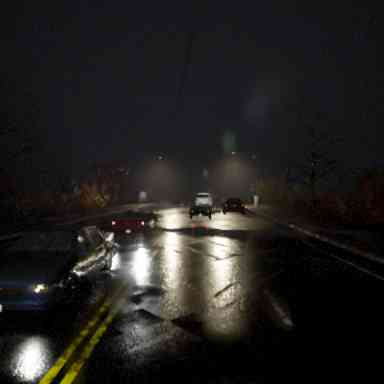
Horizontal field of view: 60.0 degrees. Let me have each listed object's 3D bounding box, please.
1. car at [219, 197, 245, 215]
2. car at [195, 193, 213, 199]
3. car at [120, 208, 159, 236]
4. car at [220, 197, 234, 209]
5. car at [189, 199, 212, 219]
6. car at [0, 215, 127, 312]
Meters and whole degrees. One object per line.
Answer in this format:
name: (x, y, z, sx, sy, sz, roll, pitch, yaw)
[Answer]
car: (4.132, 1.333, 33.481, 2.097, 1.767, 4.553, 0, 0, 3)
car: (1.637, 1.181, 45.359, 2.150, 2.045, 5.566, 0, 0, 4)
car: (-3.052, 1.600, 18.421, 1.895, 1.301, 4.718, 0, 0, 2)
car: (4.898, 1.481, 46.448, 1.812, 1.442, 4.674, 0, 0, 4)
car: (0.759, 1.590, 29.109, 1.895, 1.301, 4.718, 0, 0, 2)
car: (-3.263, 1.549, 8.200, 2.033, 1.411, 5.357, 0, 0, 1)
